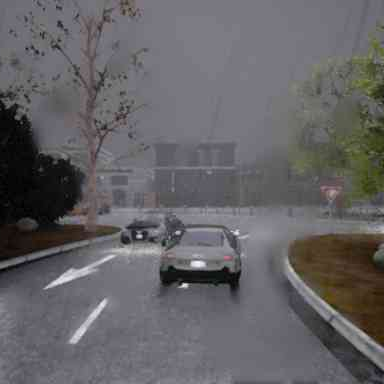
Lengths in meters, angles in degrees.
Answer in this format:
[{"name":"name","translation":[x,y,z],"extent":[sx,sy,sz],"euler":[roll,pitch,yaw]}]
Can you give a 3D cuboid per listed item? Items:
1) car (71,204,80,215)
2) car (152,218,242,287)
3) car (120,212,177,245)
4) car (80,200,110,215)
[{"name":"car","translation":[-13.998,1.873,38.705],"extent":[2.097,1.535,5.008],"euler":[-1,0,-1]},{"name":"car","translation":[0.406,1.611,9.525],"extent":[1.994,1.385,4.181],"euler":[0,0,8]},{"name":"car","translation":[-1.721,1.647,15.654],"extent":[1.994,1.385,4.181],"euler":[0,0,13]},{"name":"car","translation":[-10.965,1.690,38.717],"extent":[2.185,1.767,4.553],"euler":[-1,0,-1]}]
